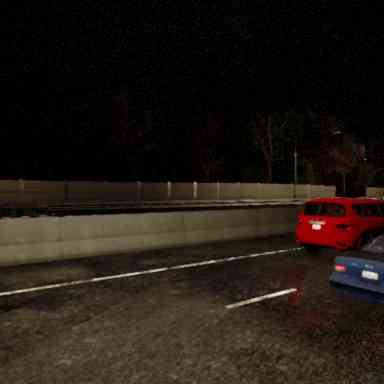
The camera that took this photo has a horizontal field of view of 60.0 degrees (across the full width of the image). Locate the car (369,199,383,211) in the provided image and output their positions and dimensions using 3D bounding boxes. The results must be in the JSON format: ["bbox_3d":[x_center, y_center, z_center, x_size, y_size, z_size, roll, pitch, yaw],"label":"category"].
[{"bbox_3d":[25.161,1.693,43.400,4.181,1.385,1.994,0,0,-35],"label":"car"}]

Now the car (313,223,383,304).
[{"bbox_3d":[5.290,1.569,7.522,5.357,1.411,2.033,0,0,-35],"label":"car"}]

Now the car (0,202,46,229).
[{"bbox_3d":[-12.173,1.485,21.103,5.008,1.535,1.882,0,0,-35],"label":"car"}]

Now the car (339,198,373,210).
[{"bbox_3d":[22.677,1.620,45.919,4.902,1.511,2.128,0,0,-35],"label":"car"}]

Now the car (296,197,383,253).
[{"bbox_3d":[6.298,1.253,12.537,5.566,2.045,2.150,0,0,-35],"label":"car"}]

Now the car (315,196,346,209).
[{"bbox_3d":[20.212,1.478,48.463,4.553,1.767,2.097,0,0,-35],"label":"car"}]

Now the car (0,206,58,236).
[{"bbox_3d":[-9.891,1.572,18.434,4.181,1.385,1.994,0,0,-35],"label":"car"}]

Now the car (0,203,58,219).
[{"bbox_3d":[-8.459,1.358,15.154,4.553,1.767,2.097,0,0,-35],"label":"car"}]

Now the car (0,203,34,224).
[{"bbox_3d":[-14.402,1.554,23.788,5.357,1.411,2.033,0,0,-36],"label":"car"}]
